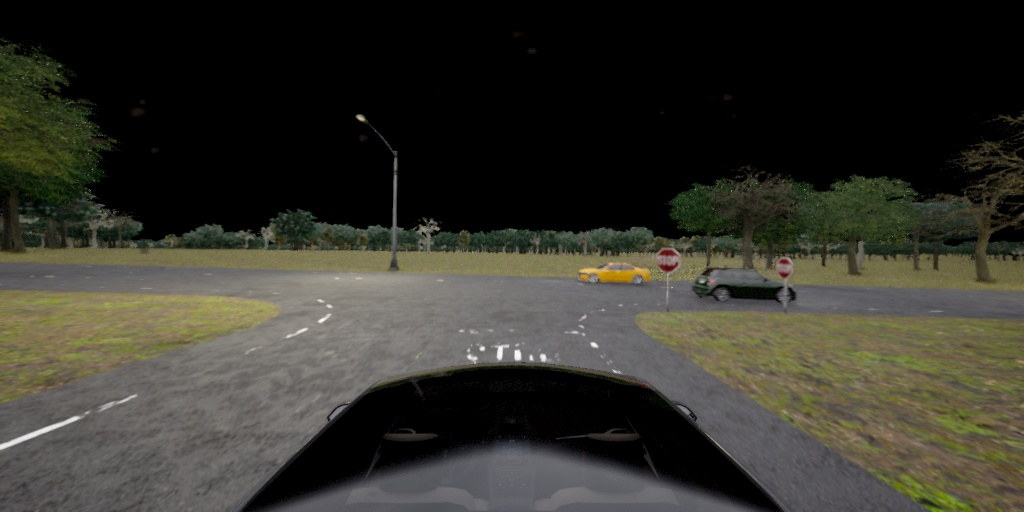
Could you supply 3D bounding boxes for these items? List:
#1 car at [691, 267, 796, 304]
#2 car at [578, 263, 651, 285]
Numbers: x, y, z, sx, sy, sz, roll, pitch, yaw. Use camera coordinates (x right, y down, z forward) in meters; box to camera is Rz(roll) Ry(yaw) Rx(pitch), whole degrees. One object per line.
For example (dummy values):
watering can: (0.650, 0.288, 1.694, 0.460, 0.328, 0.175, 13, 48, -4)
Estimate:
car: (11.949, 1.416, 18.563, 4.553, 1.767, 2.097, 2, 2, 0)
car: (7.250, 1.210, 25.582, 5.008, 1.535, 1.882, 2, 2, 0)
